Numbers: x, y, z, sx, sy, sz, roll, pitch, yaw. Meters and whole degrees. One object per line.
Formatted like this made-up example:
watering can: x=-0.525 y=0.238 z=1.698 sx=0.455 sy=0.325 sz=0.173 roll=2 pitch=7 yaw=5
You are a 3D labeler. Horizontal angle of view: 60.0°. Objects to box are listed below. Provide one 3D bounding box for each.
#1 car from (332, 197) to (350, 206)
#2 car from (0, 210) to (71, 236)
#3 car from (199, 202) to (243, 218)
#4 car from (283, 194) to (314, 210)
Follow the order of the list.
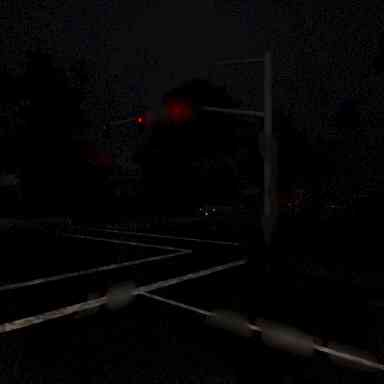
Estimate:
car: x=25.296 y=1.525 z=56.307 sx=2.128 sy=1.511 sz=4.902 roll=0 pitch=0 yaw=41
car: x=-8.897 y=1.601 z=17.201 sx=1.895 sy=1.301 sz=4.718 roll=0 pitch=0 yaw=42
car: x=2.706 y=1.601 z=30.492 sx=1.895 sy=1.301 sz=4.718 roll=0 pitch=0 yaw=41
car: x=14.007 y=1.223 z=43.475 sx=2.150 sy=2.045 sz=5.566 roll=0 pitch=0 yaw=41
